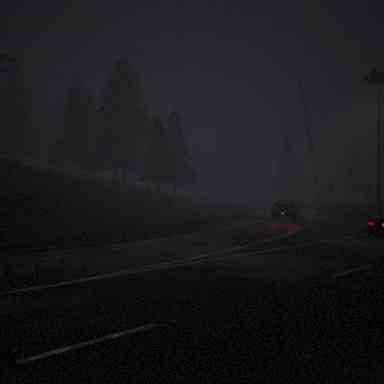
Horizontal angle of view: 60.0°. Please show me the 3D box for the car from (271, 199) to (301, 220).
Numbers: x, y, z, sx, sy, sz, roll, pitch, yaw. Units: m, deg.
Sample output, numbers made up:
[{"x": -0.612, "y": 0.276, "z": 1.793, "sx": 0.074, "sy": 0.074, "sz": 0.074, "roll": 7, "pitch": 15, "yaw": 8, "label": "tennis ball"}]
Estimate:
[{"x": 7.344, "y": 1.318, "z": 25.878, "sx": 2.128, "sy": 1.511, "sz": 4.902, "roll": 0, "pitch": 0, "yaw": 21, "label": "car"}]

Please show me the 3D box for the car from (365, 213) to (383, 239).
[{"x": 10.027, "y": 1.407, "z": 15.202, "sx": 5.357, "sy": 1.411, "sz": 2.033, "roll": -1, "pitch": 0, "yaw": -36, "label": "car"}]
